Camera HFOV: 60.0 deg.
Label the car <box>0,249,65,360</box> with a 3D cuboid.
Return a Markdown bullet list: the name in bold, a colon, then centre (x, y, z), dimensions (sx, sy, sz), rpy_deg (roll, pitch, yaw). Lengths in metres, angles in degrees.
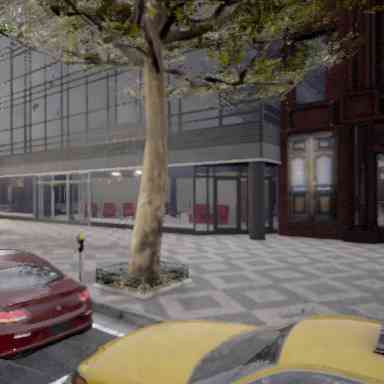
- **car**: centre (-3.387, 1.624, 5.496), dimensions (4.206, 1.307, 1.802), rpy_deg (-1, 0, 36)

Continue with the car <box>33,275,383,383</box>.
- **car**: centre (1.064, 1.528, 2.319), dimensions (4.829, 1.417, 1.752), rpy_deg (-1, 0, 36)
